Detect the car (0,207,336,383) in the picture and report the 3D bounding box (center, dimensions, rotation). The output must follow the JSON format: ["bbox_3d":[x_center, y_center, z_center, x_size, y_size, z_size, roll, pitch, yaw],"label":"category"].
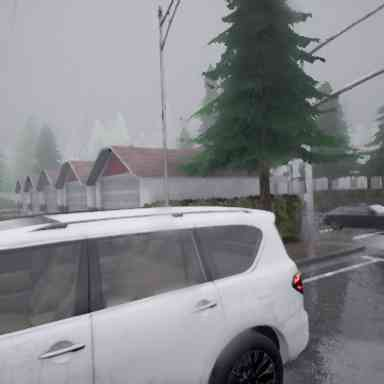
[{"bbox_3d":[-1.322,1.233,3.044,5.566,2.045,2.150,-1,0,-34],"label":"car"}]

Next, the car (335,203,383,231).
[{"bbox_3d":[9.122,1.304,17.154,1.812,1.442,4.674,-3,-1,-34],"label":"car"}]
